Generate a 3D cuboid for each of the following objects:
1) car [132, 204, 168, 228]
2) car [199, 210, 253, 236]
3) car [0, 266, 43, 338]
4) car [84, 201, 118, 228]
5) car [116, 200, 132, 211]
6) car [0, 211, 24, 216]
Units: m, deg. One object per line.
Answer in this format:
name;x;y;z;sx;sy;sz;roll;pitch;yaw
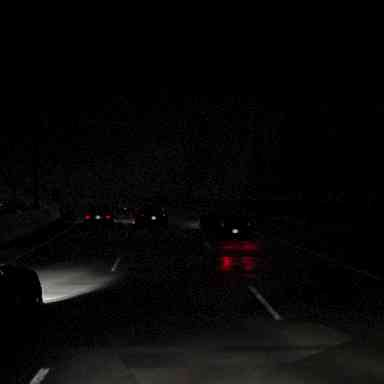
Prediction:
car;-2.816;1.589;22.624;1.994;1.385;4.181;0;0;-13
car;1.704;1.610;18.373;1.895;1.301;4.718;0;0;-10
car;-3.711;1.577;4.516;1.994;1.385;4.181;0;0;-2
car;-6.258;1.581;22.508;2.033;1.411;5.357;0;0;-14
car;-8.531;1.654;40.362;1.895;1.301;4.718;0;0;-22
car;-15.815;1.542;29.544;1.882;1.535;5.008;0;0;-19
